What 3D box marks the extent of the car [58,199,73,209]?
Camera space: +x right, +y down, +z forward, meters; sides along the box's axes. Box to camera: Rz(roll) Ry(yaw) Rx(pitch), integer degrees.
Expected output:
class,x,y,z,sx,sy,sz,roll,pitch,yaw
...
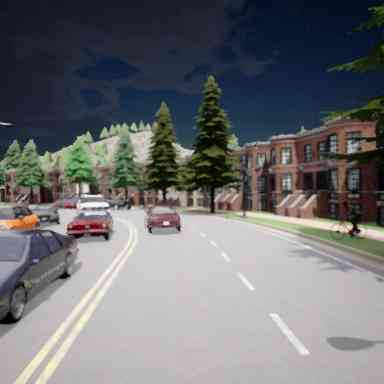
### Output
class,x,y,z,sx,sy,sz,roll,pitch,yaw
car,-17.454,1.625,45.576,4.181,1.385,1.994,0,0,42

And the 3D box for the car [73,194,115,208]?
class,x,y,z,sx,sy,sz,roll,pitch,yaw
car,-8.122,1.232,27.225,2.150,2.045,5.566,-1,0,-24

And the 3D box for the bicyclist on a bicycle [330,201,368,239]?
class,x,y,z,sx,sy,sz,roll,pitch,yaw
bicyclist on a bicycle,6.594,1.191,13.990,1.656,1.620,0.582,-1,0,-5

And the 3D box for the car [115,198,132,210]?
class,x,y,z,sx,sy,sz,roll,pitch,yaw
car,-9.488,1.487,42.550,1.837,1.490,4.892,-1,0,-40

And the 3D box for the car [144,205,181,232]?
class,x,y,z,sx,sy,sz,roll,pitch,yaw
car,-1.833,1.489,19.807,1.812,1.442,4.674,-1,0,-12

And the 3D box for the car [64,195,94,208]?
class,x,y,z,sx,sy,sz,roll,pitch,yaw
car,-16.776,1.394,49.484,4.553,1.767,2.097,-1,0,39

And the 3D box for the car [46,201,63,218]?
class,x,y,z,sx,sy,sz,roll,pitch,yaw
car,-10.636,1.611,24.039,1.994,1.385,4.181,-1,0,-23

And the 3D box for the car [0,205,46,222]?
class,x,y,z,sx,sy,sz,roll,pitch,yaw
car,-8.234,1.401,14.364,2.097,1.767,4.553,-1,0,-8

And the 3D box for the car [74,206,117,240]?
class,x,y,z,sx,sy,sz,roll,pitch,yaw
car,-5.024,1.607,16.905,1.895,1.301,4.718,-1,0,-10

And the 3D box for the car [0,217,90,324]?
class,x,y,z,sx,sy,sz,roll,pitch,yaw
car,-4.011,1.570,7.366,2.033,1.411,5.357,-1,0,-4
